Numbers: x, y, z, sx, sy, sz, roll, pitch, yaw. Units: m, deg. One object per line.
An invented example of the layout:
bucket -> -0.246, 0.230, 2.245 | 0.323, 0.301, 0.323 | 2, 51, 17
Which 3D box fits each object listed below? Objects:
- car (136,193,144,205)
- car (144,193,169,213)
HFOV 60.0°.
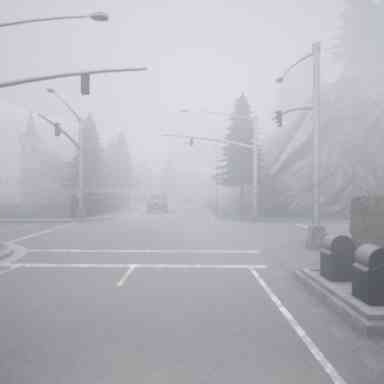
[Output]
car -> -8.651, 1.198, 60.327 | 2.150, 2.045, 5.566 | 0, 0, -24
car -> -3.781, 1.198, 37.231 | 2.150, 2.045, 5.566 | 0, 1, -2
